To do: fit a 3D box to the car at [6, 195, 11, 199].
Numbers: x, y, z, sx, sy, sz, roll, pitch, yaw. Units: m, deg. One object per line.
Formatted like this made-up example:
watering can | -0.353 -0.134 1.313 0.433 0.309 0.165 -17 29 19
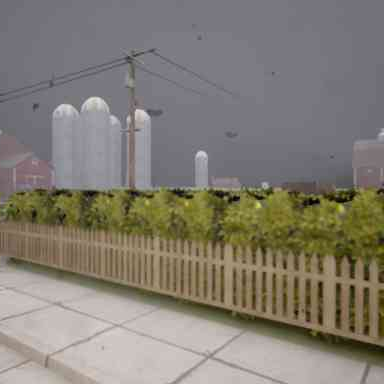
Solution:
car | -28.979 1.243 53.915 4.193 1.474 1.816 0 0 35
